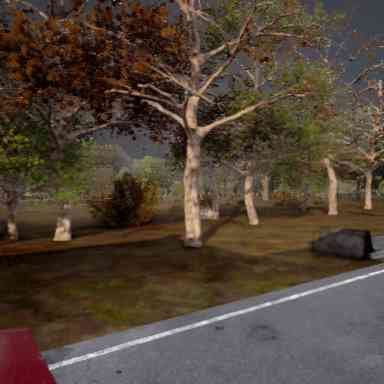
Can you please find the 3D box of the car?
[{"bbox_3d":[-3.108,1.603,1.469,4.718,1.301,1.895,0,0,-35],"label":"car"}]
